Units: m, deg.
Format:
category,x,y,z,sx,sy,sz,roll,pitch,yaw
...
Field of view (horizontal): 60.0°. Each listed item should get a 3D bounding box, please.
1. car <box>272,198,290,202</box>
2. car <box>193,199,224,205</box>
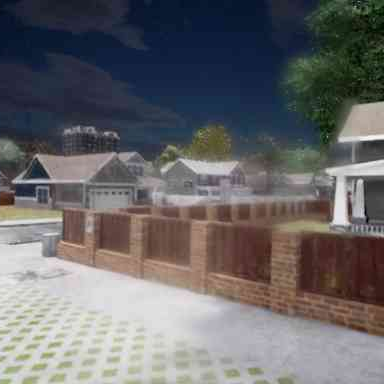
category,x,y,z,sx,sy,sz,roll,pitch,yaw
car,12.852,1.644,47.863,1.837,1.490,4.892,1,0,36
car,1.525,1.454,32.618,1.837,1.490,4.892,1,0,36
